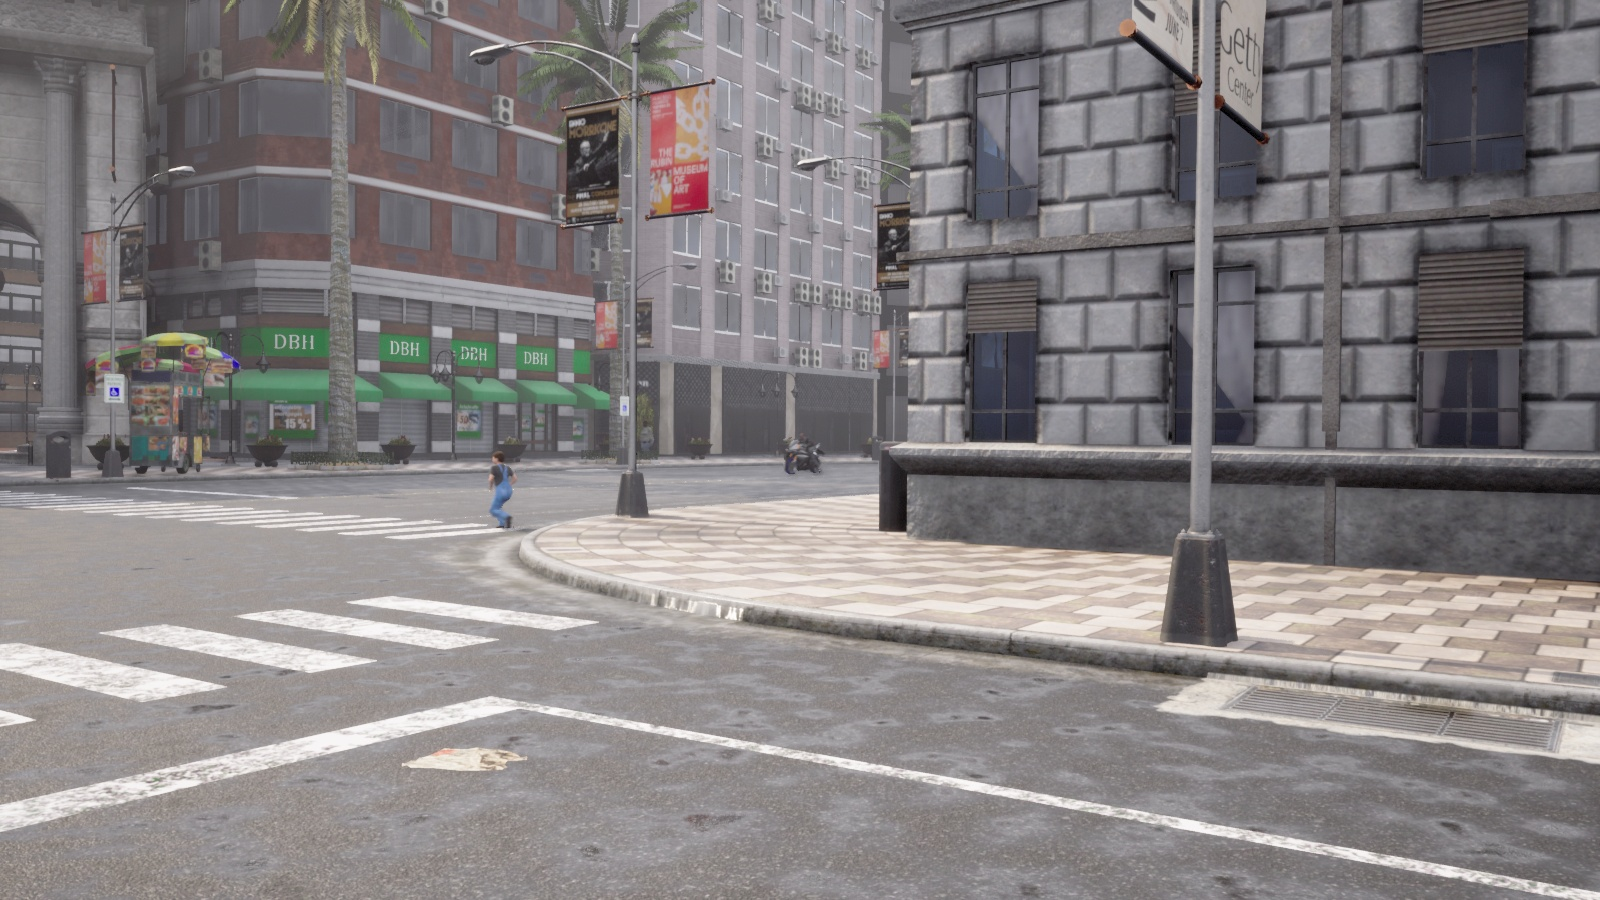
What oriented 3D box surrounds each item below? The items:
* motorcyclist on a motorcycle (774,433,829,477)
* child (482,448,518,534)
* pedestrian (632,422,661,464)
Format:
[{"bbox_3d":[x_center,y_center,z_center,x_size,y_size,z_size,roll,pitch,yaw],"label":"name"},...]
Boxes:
[{"bbox_3d":[0.078,0.149,45.166,0.866,1.530,2.191,0,1,35],"label":"motorcyclist on a motorcycle"},{"bbox_3d":[-4.447,0.604,18.638,0.437,1.263,0.270,0,1,29],"label":"child"},{"bbox_3d":[-6.786,-0.306,55.346,0.874,1.855,0.900,0,1,45],"label":"pedestrian"}]
